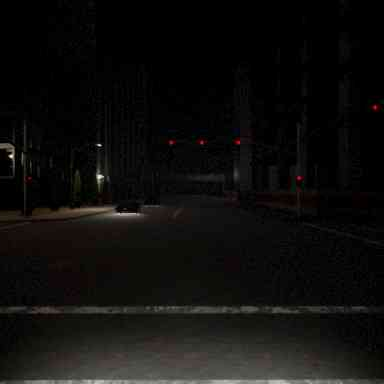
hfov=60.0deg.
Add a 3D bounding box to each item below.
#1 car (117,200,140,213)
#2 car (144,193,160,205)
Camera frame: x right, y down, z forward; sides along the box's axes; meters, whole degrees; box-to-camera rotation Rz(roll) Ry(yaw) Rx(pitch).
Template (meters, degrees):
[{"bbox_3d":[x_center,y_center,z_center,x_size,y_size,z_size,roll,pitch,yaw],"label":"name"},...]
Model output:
[{"bbox_3d":[-6.852,1.546,36.233,1.994,1.385,4.181,0,0,0],"label":"car"},{"bbox_3d":[-6.776,1.196,56.537,2.150,2.045,5.566,0,0,0],"label":"car"}]
